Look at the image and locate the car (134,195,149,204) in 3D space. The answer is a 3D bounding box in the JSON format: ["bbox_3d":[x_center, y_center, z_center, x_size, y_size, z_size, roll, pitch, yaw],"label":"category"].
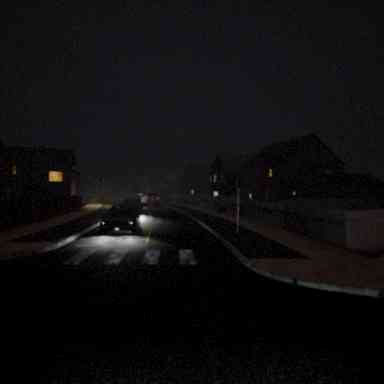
[{"bbox_3d":[-8.914,1.328,58.767,1.994,1.385,4.181,0,0,-17],"label":"car"}]

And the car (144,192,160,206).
[{"bbox_3d":[-6.117,1.012,48.649,2.150,2.045,5.566,0,0,-15],"label":"car"}]

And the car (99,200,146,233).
[{"bbox_3d":[-3.918,1.409,18.894,2.033,1.411,5.357,1,0,-6],"label":"car"}]

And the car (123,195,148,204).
[{"bbox_3d":[-5.778,1.310,32.733,2.128,1.511,4.902,0,0,-10],"label":"car"}]

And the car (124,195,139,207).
[{"bbox_3d":[-8.704,1.253,47.273,1.882,1.535,5.008,0,0,-13],"label":"car"}]
